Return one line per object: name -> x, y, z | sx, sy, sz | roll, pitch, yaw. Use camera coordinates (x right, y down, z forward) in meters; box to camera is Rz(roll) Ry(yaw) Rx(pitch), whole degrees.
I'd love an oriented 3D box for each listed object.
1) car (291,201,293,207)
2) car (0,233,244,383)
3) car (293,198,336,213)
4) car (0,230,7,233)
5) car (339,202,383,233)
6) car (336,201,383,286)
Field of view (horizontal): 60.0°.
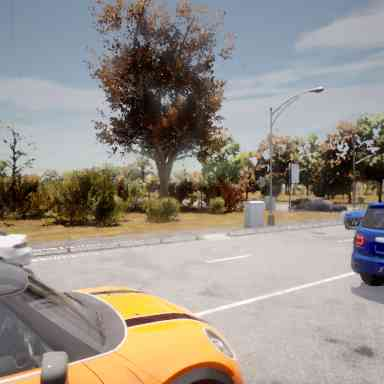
car -> 14.870, 1.476, 42.270 | 1.882, 1.535, 5.008 | 0, 0, -32
car -> -1.735, 1.352, 2.508 | 4.553, 1.767, 2.097 | 0, 0, -35
car -> 14.273, 1.547, 36.669 | 2.033, 1.411, 5.357 | 0, 0, -32
car -> -6.438, 1.526, 7.995 | 4.674, 1.442, 1.812 | 0, 0, -35
car -> 11.326, 1.477, 20.485 | 5.008, 1.535, 1.882 | 0, 0, -36
car -> 6.170, 1.221, 8.152 | 5.566, 2.045, 2.150 | 0, 0, -35
